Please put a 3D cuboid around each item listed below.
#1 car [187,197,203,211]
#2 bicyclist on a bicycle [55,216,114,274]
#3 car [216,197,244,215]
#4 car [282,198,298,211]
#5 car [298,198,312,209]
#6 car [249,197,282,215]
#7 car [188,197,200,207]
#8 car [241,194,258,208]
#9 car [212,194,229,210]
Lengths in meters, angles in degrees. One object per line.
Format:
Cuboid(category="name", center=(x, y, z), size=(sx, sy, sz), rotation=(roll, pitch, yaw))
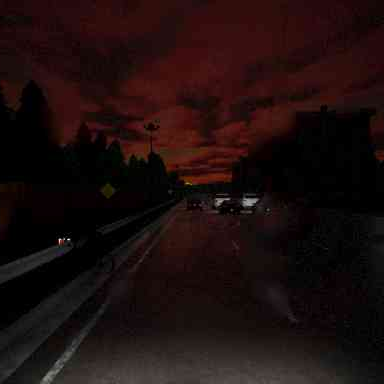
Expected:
Cuboid(category="car", center=(0.341, 1.547, 40.675), size=(2.033, 1.411, 5.357), rotation=(0, 0, 0))
Cuboid(category="bicyclist on a bicycle", center=(-2.909, 1.491, 9.099), size=(1.656, 1.620, 0.582), rotation=(4, 0, -1))
Cuboid(category="car", center=(3.798, 1.526, 34.029), size=(1.812, 1.442, 4.674), rotation=(0, 0, 0))
Cuboid(category="car", center=(10.829, 1.601, 40.215), size=(1.895, 1.301, 4.718), rotation=(0, 0, 0))
Cuboid(category="car", center=(14.344, 1.478, 44.306), size=(1.882, 1.535, 5.008), rotation=(0, 0, 0))
Cuboid(category="car", center=(7.295, 1.505, 33.596), size=(1.837, 1.490, 4.892), rotation=(0, 0, 0))
Cuboid(category="car", center=(0.268, 1.526, 51.025), size=(1.812, 1.442, 4.674), rotation=(0, 0, 0))
Cuboid(category="car", center=(7.339, 1.221, 43.506), size=(2.150, 2.045, 5.566), rotation=(0, 0, 0))
Cuboid(category="car", center=(3.837, 1.221, 43.944), size=(2.150, 2.045, 5.566), rotation=(0, 0, 0))
